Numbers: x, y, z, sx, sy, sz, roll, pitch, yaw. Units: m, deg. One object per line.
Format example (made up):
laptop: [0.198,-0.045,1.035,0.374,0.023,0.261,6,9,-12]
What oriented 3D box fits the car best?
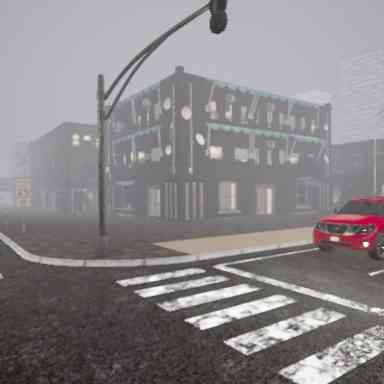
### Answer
car: [6.986,1.206,12.655,5.566,2.045,2.150,0,0,-35]
